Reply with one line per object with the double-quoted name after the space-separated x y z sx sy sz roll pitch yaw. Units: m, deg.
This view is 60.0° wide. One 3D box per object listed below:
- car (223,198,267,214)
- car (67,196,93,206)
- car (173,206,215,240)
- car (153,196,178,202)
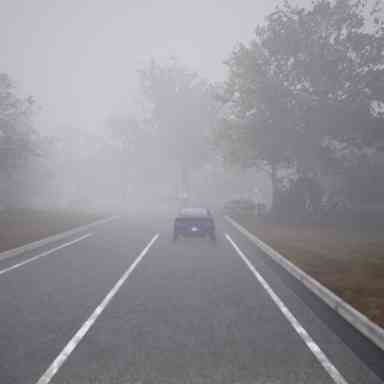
5.536 1.370 34.246 4.902 1.511 2.128 0 0 -28 "car"
-17.223 1.295 51.298 1.882 1.535 5.008 -1 0 12 "car"
0.097 1.418 16.618 1.882 1.535 5.008 0 0 0 "car"
-5.169 1.373 64.302 4.718 1.301 1.895 0 0 -11 "car"
